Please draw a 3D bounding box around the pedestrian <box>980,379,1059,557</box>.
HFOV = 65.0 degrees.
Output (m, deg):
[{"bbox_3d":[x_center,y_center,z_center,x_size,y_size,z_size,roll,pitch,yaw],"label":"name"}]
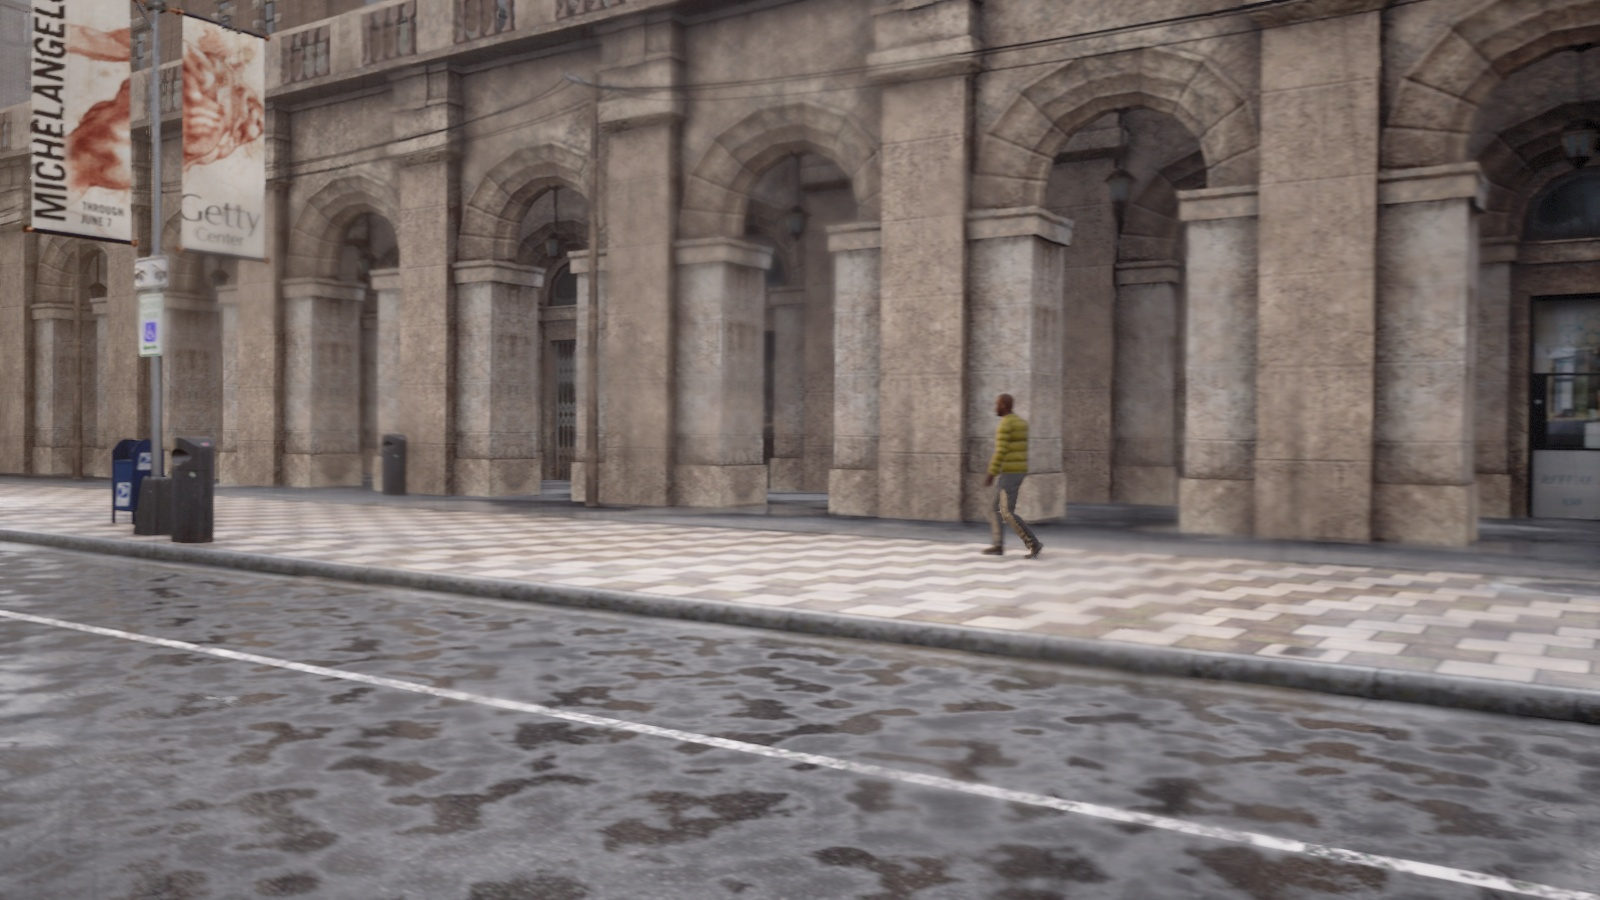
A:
[{"bbox_3d":[2.326,0.185,13.331,0.726,1.835,0.370,0,1,34],"label":"pedestrian"}]
